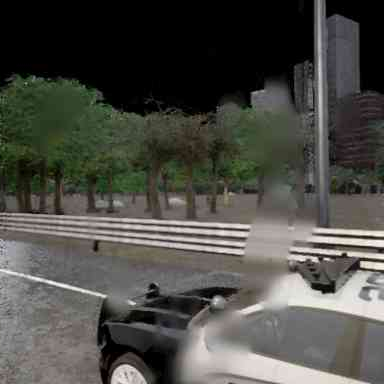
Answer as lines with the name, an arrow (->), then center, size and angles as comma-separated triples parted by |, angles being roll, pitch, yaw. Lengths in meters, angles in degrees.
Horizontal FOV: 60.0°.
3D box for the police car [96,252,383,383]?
police car -> 1.165, 1.434, 3.039 | 5.238, 1.638, 1.930 | -1, -1, 36
